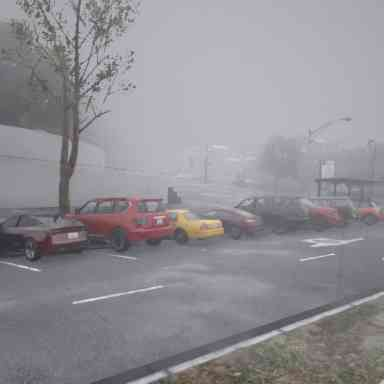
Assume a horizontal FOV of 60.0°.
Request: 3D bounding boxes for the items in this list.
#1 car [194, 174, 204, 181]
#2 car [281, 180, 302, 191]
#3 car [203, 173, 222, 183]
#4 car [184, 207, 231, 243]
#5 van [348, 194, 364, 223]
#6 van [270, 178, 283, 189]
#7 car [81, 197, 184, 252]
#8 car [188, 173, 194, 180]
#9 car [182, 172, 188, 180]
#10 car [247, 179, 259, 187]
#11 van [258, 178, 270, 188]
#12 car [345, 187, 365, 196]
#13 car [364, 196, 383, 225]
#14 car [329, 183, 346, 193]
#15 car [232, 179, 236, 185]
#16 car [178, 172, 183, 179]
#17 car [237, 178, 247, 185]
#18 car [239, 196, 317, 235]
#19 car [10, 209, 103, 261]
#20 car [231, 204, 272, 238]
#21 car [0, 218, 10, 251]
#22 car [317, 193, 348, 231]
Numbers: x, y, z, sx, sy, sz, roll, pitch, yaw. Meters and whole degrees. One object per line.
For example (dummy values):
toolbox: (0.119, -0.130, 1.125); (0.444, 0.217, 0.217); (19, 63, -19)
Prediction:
car: (3.747, -3.699, 84.919); (2.435, 2.045, 5.566); (7, 3, 34)
car: (19.352, -0.993, 62.810); (2.231, 1.521, 4.892); (7, 3, 35)
car: (5.599, -3.176, 82.660); (1.946, 1.575, 5.366); (7, 3, 34)
car: (-1.108, 1.502, 15.938); (5.366, 1.575, 1.946); (-1, -1, 35)
van: (8.974, 1.296, 22.703); (4.442, 1.987, 1.878); (-1, -1, 35)
van: (17.590, -1.491, 65.171); (1.878, 1.987, 4.442); (7, 4, 35)
car: (-3.427, 1.247, 14.109); (5.566, 2.045, 2.435); (-1, -1, 34)
car: (1.951, -3.851, 87.384); (2.185, 1.767, 4.553); (6, 3, 34)
car: (0.220, -4.085, 89.853); (2.185, 1.767, 4.553); (4, 1, 33)
car: (14.284, -1.812, 70.372); (1.946, 1.575, 5.366); (7, 3, 35)
van: (15.860, -1.764, 67.642); (1.878, 1.987, 4.442); (7, 4, 35)
car: (26.258, 0.136, 52.955); (2.002, 1.452, 4.674); (7, 3, 35)
car: (11.382, 1.402, 24.455); (4.553, 1.767, 2.185); (-1, -1, 35)
car: (24.566, -0.427, 55.427); (2.435, 2.045, 5.566); (7, 3, 35)
car: (10.708, -2.317, 75.153); (2.002, 1.452, 4.674); (7, 3, 35)
car: (-1.553, -4.363, 92.200); (2.435, 2.045, 5.566); (1, -1, 34)
car: (12.452, -2.044, 72.692); (2.002, 1.452, 4.674); (7, 4, 35)
car: (3.924, 1.262, 19.326); (5.566, 2.045, 2.435); (-1, -1, 35)
car: (-5.871, 1.523, 12.363); (4.792, 1.488, 2.163); (-1, -1, 35)
car: (1.497, 1.548, 17.567); (4.674, 1.452, 2.002); (-1, -1, 35)
car: (-8.290, 1.492, 10.615); (4.892, 1.521, 2.231); (-1, -1, 34)
car: (6.436, 1.266, 21.032); (5.566, 2.045, 2.435); (-1, -1, 35)
